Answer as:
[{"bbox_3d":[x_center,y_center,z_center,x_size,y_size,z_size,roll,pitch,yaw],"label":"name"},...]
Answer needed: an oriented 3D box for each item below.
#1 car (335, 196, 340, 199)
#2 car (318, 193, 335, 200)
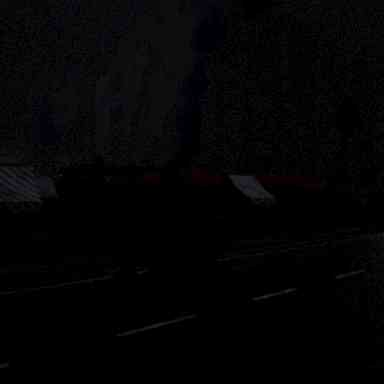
[{"bbox_3d":[26.580,1.123,64.502,1.905,1.878,3.866,0,0,-36],"label":"car"},{"bbox_3d":[24.188,1.123,62.790,1.905,1.878,3.866,0,0,-36],"label":"car"}]
